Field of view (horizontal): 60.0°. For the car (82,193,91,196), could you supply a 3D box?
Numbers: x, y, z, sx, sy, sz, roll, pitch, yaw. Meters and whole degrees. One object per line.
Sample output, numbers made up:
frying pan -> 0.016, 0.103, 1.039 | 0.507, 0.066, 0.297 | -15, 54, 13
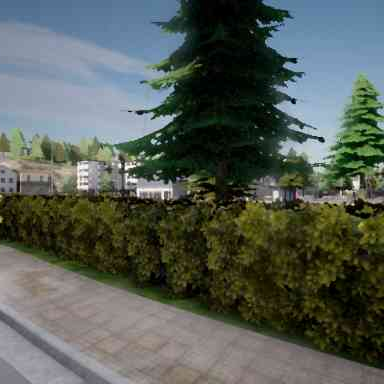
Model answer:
car -> -26.519, 1.153, 81.299 | 5.027, 1.636, 2.152 | 0, 0, -45

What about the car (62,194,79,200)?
car -> -31.240, 1.232, 85.657 | 3.806, 1.475, 1.970 | 0, 0, -45

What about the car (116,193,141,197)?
car -> -9.719, 1.384, 53.936 | 3.806, 1.475, 1.970 | 0, 0, -45

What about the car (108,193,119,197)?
car -> -15.238, 1.097, 70.372 | 4.605, 1.855, 1.932 | 0, 0, -45

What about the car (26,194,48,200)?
car -> -38.839, 1.298, 83.341 | 4.514, 1.523, 2.007 | 0, 0, -45

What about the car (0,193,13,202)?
car -> -41.134, 1.097, 71.377 | 4.605, 1.855, 1.932 | 0, 0, -45

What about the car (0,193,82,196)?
car -> -12.367, 1.222, 27.389 | 5.566, 2.045, 2.150 | 0, 0, -45

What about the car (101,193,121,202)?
car -> -17.566, 1.077, 72.159 | 3.866, 1.878, 1.905 | 0, 0, -45
